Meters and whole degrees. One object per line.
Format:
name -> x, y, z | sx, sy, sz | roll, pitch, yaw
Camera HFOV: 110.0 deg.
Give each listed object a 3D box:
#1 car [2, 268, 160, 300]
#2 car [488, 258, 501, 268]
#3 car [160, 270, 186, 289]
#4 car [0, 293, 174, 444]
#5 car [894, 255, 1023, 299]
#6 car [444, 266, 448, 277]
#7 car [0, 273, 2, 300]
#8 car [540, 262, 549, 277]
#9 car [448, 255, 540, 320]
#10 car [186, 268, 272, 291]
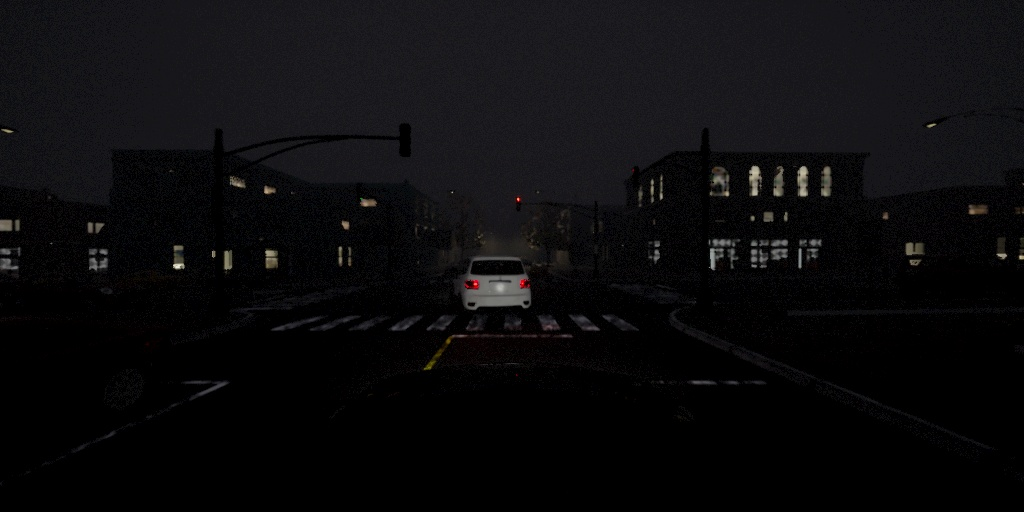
car -> -18.060, 1.428, 15.205 | 4.097, 1.591, 1.967 | 0, 0, -1
car -> -2.998, 1.237, 62.528 | 1.882, 1.535, 5.008 | 0, 1, 1
car -> -23.996, 1.509, 23.451 | 4.829, 1.417, 1.751 | 0, 0, -1
car -> -5.686, 1.296, 3.209 | 1.888, 1.381, 4.507 | 0, 0, 0
car -> 19.958, 0.847, 15.824 | 5.009, 1.841, 2.192 | 0, 0, -1
car -> -5.662, 1.338, 35.728 | 1.802, 1.307, 4.207 | 0, 0, 0
car -> -23.712, 1.370, 15.107 | 5.009, 1.841, 2.192 | 0, 0, -1
car -> 2.719, 1.281, 35.892 | 1.751, 1.417, 4.829 | 0, 0, 0
car -> -0.946, 0.999, 12.934 | 2.150, 2.045, 5.566 | 0, -1, -13
car -> -18.173, 1.482, 23.551 | 4.313, 1.339, 1.948 | 0, 0, -1
